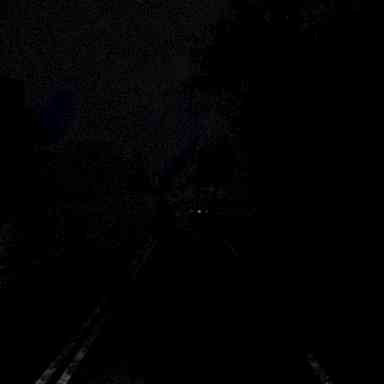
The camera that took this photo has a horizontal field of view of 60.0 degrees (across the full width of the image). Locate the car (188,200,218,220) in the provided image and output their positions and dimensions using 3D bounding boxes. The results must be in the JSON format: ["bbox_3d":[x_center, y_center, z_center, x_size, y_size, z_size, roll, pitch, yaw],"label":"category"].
[{"bbox_3d":[0.980,1.387,26.796,2.033,1.411,5.357,0,2,10],"label":"car"}]
